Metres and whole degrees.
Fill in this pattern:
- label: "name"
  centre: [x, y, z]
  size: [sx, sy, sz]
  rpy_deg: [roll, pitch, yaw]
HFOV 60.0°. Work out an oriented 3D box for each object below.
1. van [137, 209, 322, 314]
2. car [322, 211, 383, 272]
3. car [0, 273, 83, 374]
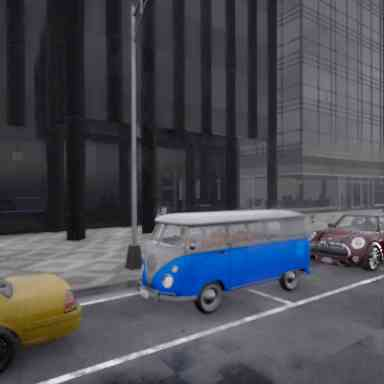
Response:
- label: "van"
  centre: [0.849, 1.309, 7.251]
  size: [3.998, 1.788, 1.690]
  rpy_deg: [0, 0, -35]
- label: "car"
  centre: [5.417, 1.371, 10.507]
  size: [4.097, 1.590, 1.967]
  rpy_deg: [0, 0, -35]
- label: "car"
  centre: [-3.856, 1.532, 3.897]
  size: [4.829, 1.417, 1.752]
  rpy_deg: [0, 0, -35]
